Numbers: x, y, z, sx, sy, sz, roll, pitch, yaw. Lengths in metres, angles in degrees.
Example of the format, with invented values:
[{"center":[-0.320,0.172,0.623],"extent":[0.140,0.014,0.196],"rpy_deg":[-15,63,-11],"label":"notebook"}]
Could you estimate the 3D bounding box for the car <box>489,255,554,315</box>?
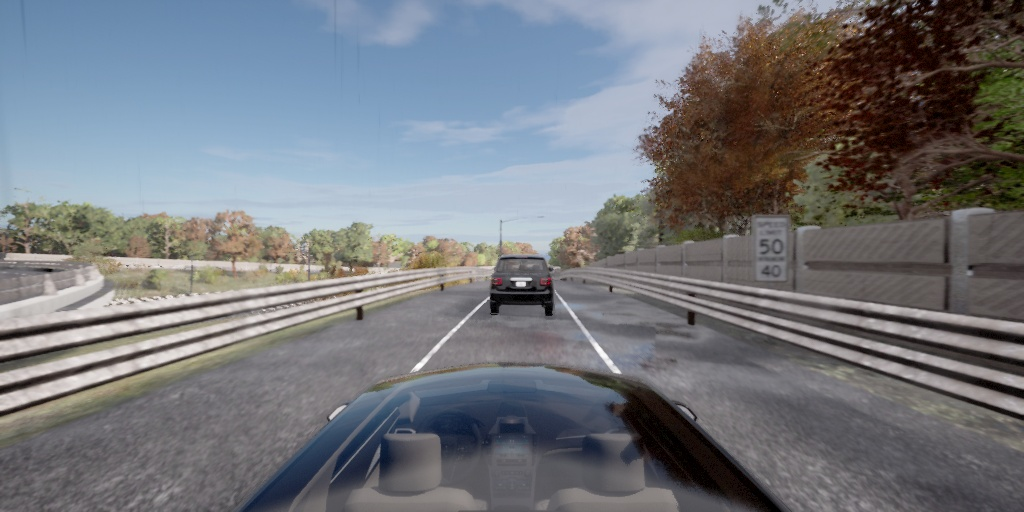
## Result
[{"center":[0.416,0.988,13.850],"extent":[2.150,2.045,5.566],"rpy_deg":[0,0,3],"label":"car"}]
